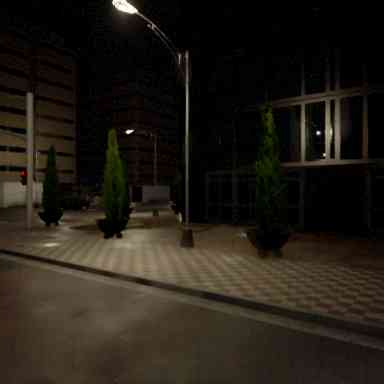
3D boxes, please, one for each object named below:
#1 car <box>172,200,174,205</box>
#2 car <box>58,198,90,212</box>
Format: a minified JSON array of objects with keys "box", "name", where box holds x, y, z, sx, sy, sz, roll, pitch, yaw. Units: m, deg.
[{"box":[-1.401,1.484,55.912,1.882,1.535,5.008,0,0,36],"name":"car"},{"box":[-14.052,1.511,38.043,1.837,1.490,4.892,0,0,35],"name":"car"}]
